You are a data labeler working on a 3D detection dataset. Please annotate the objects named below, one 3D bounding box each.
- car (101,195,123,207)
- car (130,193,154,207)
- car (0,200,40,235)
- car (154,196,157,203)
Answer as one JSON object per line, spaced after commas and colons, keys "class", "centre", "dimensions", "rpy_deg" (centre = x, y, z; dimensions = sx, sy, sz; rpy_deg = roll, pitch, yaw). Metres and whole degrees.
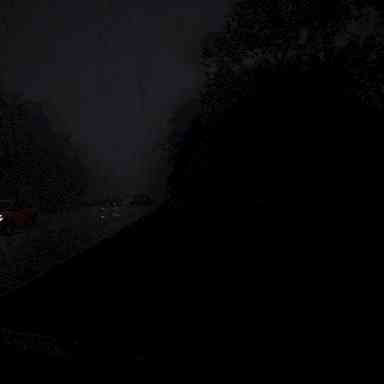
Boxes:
{"class": "car", "centre": [-10.227, 1.133, 42.815], "dimensions": [1.837, 1.490, 4.892], "rpy_deg": [-1, 0, 0]}
{"class": "car", "centre": [-6.635, 0.941, 43.003], "dimensions": [2.097, 1.767, 4.553], "rpy_deg": [-1, 1, 0]}
{"class": "car", "centre": [-10.190, 1.251, 18.100], "dimensions": [2.097, 1.767, 4.553], "rpy_deg": [-1, 1, 0]}
{"class": "car", "centre": [-6.725, 1.040, 53.263], "dimensions": [1.994, 1.385, 4.181], "rpy_deg": [-1, 1, 0]}
